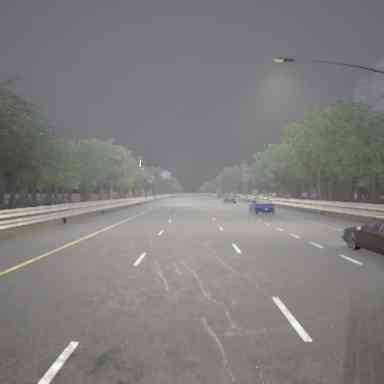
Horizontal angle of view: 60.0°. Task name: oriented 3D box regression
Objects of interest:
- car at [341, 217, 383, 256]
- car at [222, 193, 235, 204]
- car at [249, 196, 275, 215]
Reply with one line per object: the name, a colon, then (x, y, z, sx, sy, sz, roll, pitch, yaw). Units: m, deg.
car: (7.014, 1.544, 11.114, 2.033, 1.411, 5.357, 0, 0, 0)
car: (7.127, 1.328, 64.740, 2.097, 1.767, 4.553, 0, 0, 0)
car: (7.062, 1.484, 34.017, 1.882, 1.535, 5.008, 0, 0, 0)
